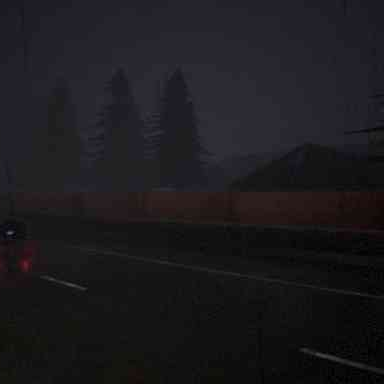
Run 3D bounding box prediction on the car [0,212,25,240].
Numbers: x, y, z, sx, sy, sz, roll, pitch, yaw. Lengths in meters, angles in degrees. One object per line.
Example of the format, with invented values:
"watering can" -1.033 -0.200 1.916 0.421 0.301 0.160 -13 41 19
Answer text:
"car" -10.221 1.748 17.239 4.674 1.442 1.812 -1 -1 43
